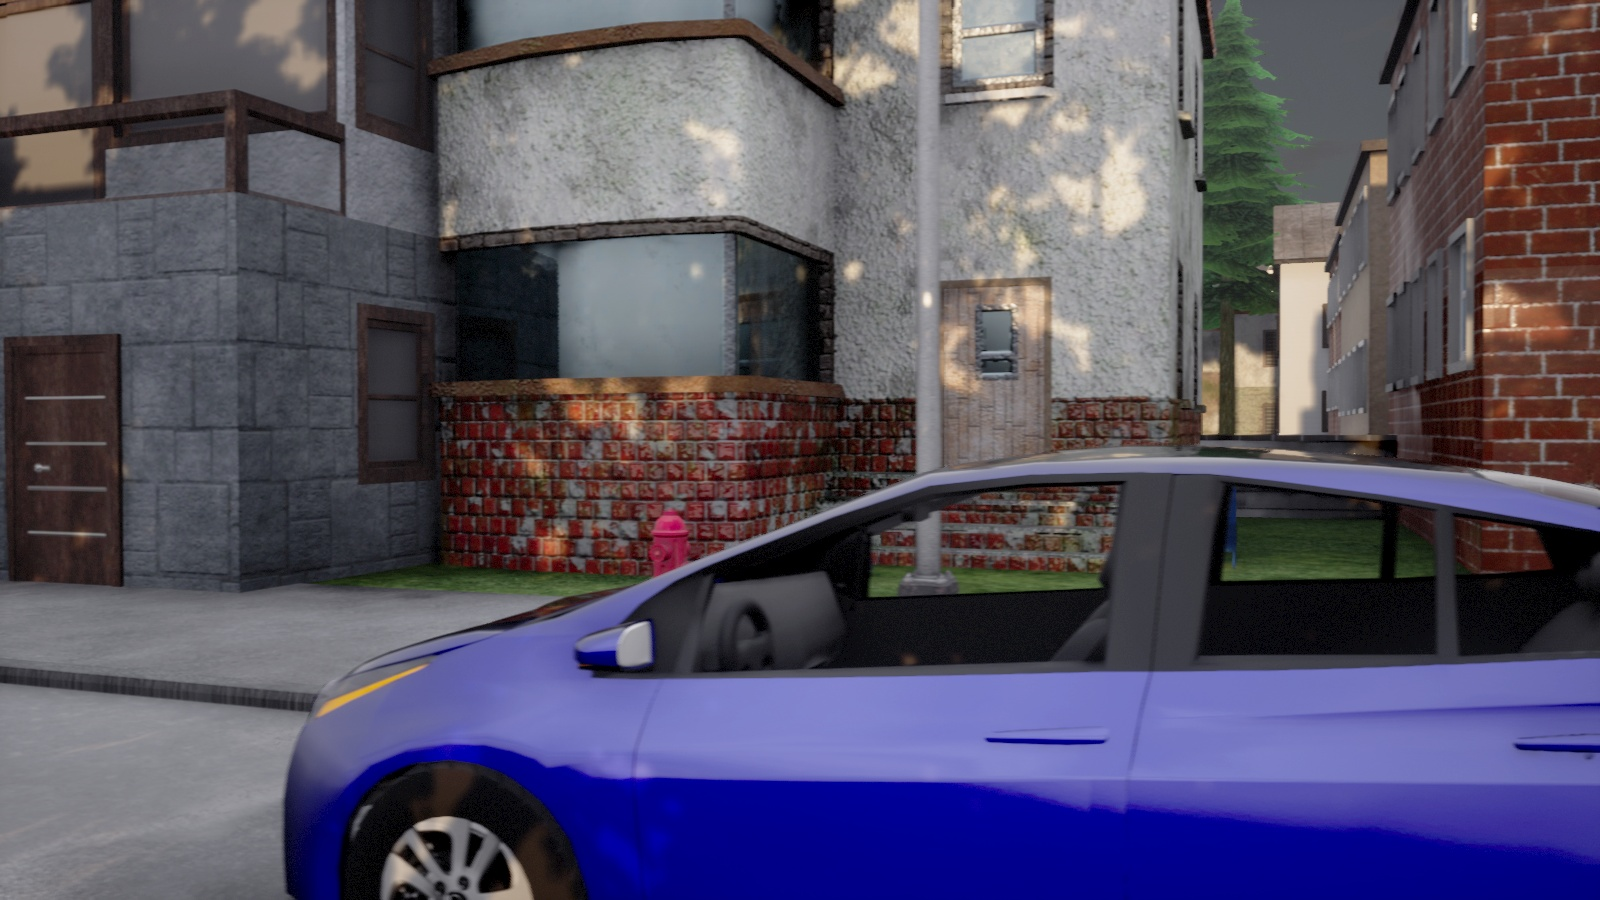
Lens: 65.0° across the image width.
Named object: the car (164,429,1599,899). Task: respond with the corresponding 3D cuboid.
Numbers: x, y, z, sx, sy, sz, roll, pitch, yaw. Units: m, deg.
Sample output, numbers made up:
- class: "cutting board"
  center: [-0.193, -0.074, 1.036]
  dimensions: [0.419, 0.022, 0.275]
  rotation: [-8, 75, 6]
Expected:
- class: "car"
  center: [0.755, 0.717, 3.532]
  dimensions: [4.514, 1.525, 2.007]
  rotation: [1, 1, 20]
